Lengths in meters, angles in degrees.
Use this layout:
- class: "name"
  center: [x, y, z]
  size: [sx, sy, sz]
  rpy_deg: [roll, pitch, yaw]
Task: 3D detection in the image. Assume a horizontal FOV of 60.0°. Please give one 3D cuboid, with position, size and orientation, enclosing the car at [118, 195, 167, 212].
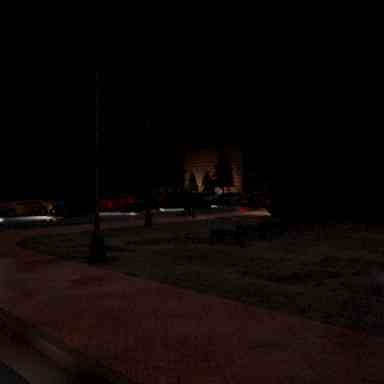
- class: "car"
  center: [-5.562, 1.471, 38.262]
  size: [1.882, 1.535, 5.008]
  rpy_deg: [0, 0, 40]

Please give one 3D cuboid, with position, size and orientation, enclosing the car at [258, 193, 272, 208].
- class: "car"
  center: [11.992, 1.347, 47.999]
  size: [2.097, 1.767, 4.553]
  rpy_deg: [0, 0, 41]

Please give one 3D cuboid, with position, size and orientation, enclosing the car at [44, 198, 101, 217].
- class: "car"
  center: [-11.227, 1.557, 31.543]
  size: [1.994, 1.385, 4.181]
  rpy_deg: [0, 0, 40]

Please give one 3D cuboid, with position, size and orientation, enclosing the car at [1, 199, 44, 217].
- class: "car"
  center: [-15.880, 1.470, 31.467]
  size: [1.882, 1.535, 5.008]
  rpy_deg: [0, 0, 40]

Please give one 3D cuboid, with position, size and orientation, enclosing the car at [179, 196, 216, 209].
- class: "car"
  center: [0.845, 1.594, 45.841]
  size: [1.895, 1.301, 4.718]
  rpy_deg: [0, 0, 40]

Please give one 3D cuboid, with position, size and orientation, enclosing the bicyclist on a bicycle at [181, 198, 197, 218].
- class: "bicyclist on a bicycle"
  center: [-0.267, 1.297, 26.728]
  size: [1.656, 1.620, 0.582]
  rpy_deg: [0, 0, 40]

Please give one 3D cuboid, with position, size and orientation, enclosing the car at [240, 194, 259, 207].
- class: "car"
  center: [9.097, 1.499, 50.002]
  size: [1.837, 1.490, 4.892]
  rpy_deg: [0, 0, 41]

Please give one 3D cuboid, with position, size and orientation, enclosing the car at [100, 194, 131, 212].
- class: "car"
  center: [-9.472, 1.214, 39.056]
  size: [2.150, 2.045, 5.566]
  rpy_deg: [0, 0, 41]

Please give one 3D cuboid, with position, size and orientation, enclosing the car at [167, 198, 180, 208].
- class: "car"
  center: [-2.724, 1.540, 47.052]
  size: [2.033, 1.411, 5.357]
  rpy_deg: [0, 0, 40]

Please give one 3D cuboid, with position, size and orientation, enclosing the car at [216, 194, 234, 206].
- class: "car"
  center: [4.572, 1.557, 55.619]
  size: [1.994, 1.385, 4.181]
  rpy_deg: [0, 0, 41]
